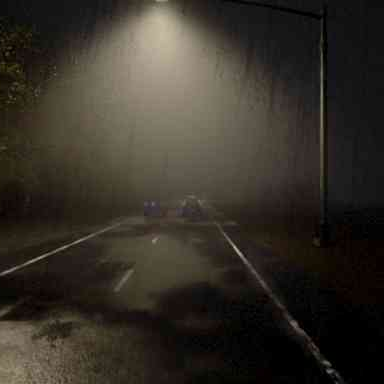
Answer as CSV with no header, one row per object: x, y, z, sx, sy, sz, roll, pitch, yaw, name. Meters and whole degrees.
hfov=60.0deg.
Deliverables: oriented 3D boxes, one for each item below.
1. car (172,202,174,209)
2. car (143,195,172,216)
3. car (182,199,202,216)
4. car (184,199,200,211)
-3.469,1.626,44.340,2.033,1.411,5.357,0,0,0,car
-3.482,1.282,33.110,2.150,2.045,5.566,0,0,0,car
0.018,1.538,33.078,1.882,1.535,5.008,0,0,0,car
0.030,1.625,44.336,2.033,1.411,5.357,0,0,0,car
